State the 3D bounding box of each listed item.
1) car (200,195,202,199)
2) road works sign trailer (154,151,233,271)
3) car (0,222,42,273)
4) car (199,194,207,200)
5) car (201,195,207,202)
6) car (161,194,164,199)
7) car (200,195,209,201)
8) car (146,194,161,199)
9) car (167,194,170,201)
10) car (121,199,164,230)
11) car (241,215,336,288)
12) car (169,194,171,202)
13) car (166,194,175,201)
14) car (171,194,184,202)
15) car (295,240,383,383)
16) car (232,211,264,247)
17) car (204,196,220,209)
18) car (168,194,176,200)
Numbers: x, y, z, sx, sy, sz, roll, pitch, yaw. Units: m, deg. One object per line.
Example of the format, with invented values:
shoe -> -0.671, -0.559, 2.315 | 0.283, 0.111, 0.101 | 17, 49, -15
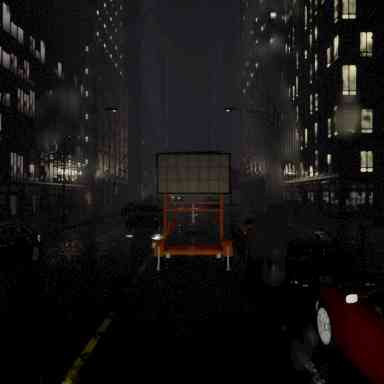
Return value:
car -> 2.953, 1.519, 60.052 | 1.802, 1.307, 4.206 | 1, 0, 0
road works sign trailer -> 0.046, 0.463, 10.901 | 2.380, 3.560, 2.880 | 0, 0, 0
car -> -5.646, 1.550, 9.021 | 2.008, 1.369, 4.403 | 0, 0, 0
car -> 3.099, 1.390, 94.101 | 1.887, 1.381, 4.507 | 1, 0, 0
car -> 2.929, 1.531, 54.378 | 1.802, 1.307, 4.206 | 1, 0, 0
car -> -5.474, 1.274, 48.752 | 2.192, 1.841, 5.009 | 0, 0, 0
car -> 3.050, 1.446, 82.751 | 1.947, 1.339, 4.313 | 1, 0, 0
car -> -5.499, 1.408, 43.077 | 1.967, 1.590, 4.097 | 0, 0, 0
car -> -5.428, 1.519, 60.102 | 1.802, 1.307, 4.206 | 1, 0, 0
car -> -2.910, 1.470, 21.181 | 1.882, 1.535, 5.008 | 0, 0, 0
car -> 2.734, 1.550, 8.978 | 2.008, 1.369, 4.403 | 0, 0, 0
car -> -5.376, 1.226, 71.454 | 2.192, 1.841, 5.009 | 1, 0, 0
car -> -5.329, 1.320, 82.805 | 1.967, 1.590, 4.097 | 1, 0, 0
car -> -2.713, 1.485, 67.528 | 1.994, 1.385, 4.181 | 0, 0, 0
car -> 2.710, 1.545, 3.304 | 1.887, 1.381, 4.507 | 0, 0, 0
car -> 2.759, 1.522, 14.825 | 1.752, 1.417, 4.829 | 0, 0, 0
car -> 2.880, 1.533, 43.029 | 1.947, 1.339, 4.313 | 0, 0, 0
car -> -5.306, 1.388, 88.311 | 1.752, 1.417, 4.829 | 1, 0, 0
